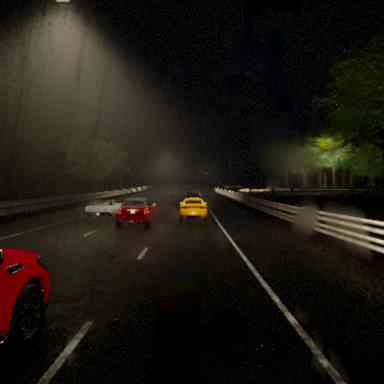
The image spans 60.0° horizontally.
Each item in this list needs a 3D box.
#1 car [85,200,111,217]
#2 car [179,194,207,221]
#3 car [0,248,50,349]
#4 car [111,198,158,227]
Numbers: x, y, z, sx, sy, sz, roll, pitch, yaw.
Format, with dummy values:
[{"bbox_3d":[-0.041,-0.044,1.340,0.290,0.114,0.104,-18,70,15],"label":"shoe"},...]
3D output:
[{"bbox_3d":[-6.904,1.257,26.597,1.895,1.301,4.718,0,2,0],"label":"car"},{"bbox_3d":[0.096,1.188,24.574,1.882,1.535,5.008,0,1,0],"label":"car"},{"bbox_3d":[-3.402,1.218,3.091,2.150,2.045,5.566,0,0,0],"label":"car"},{"bbox_3d":[-3.404,1.143,21.229,2.097,1.767,4.553,0,1,0],"label":"car"}]
